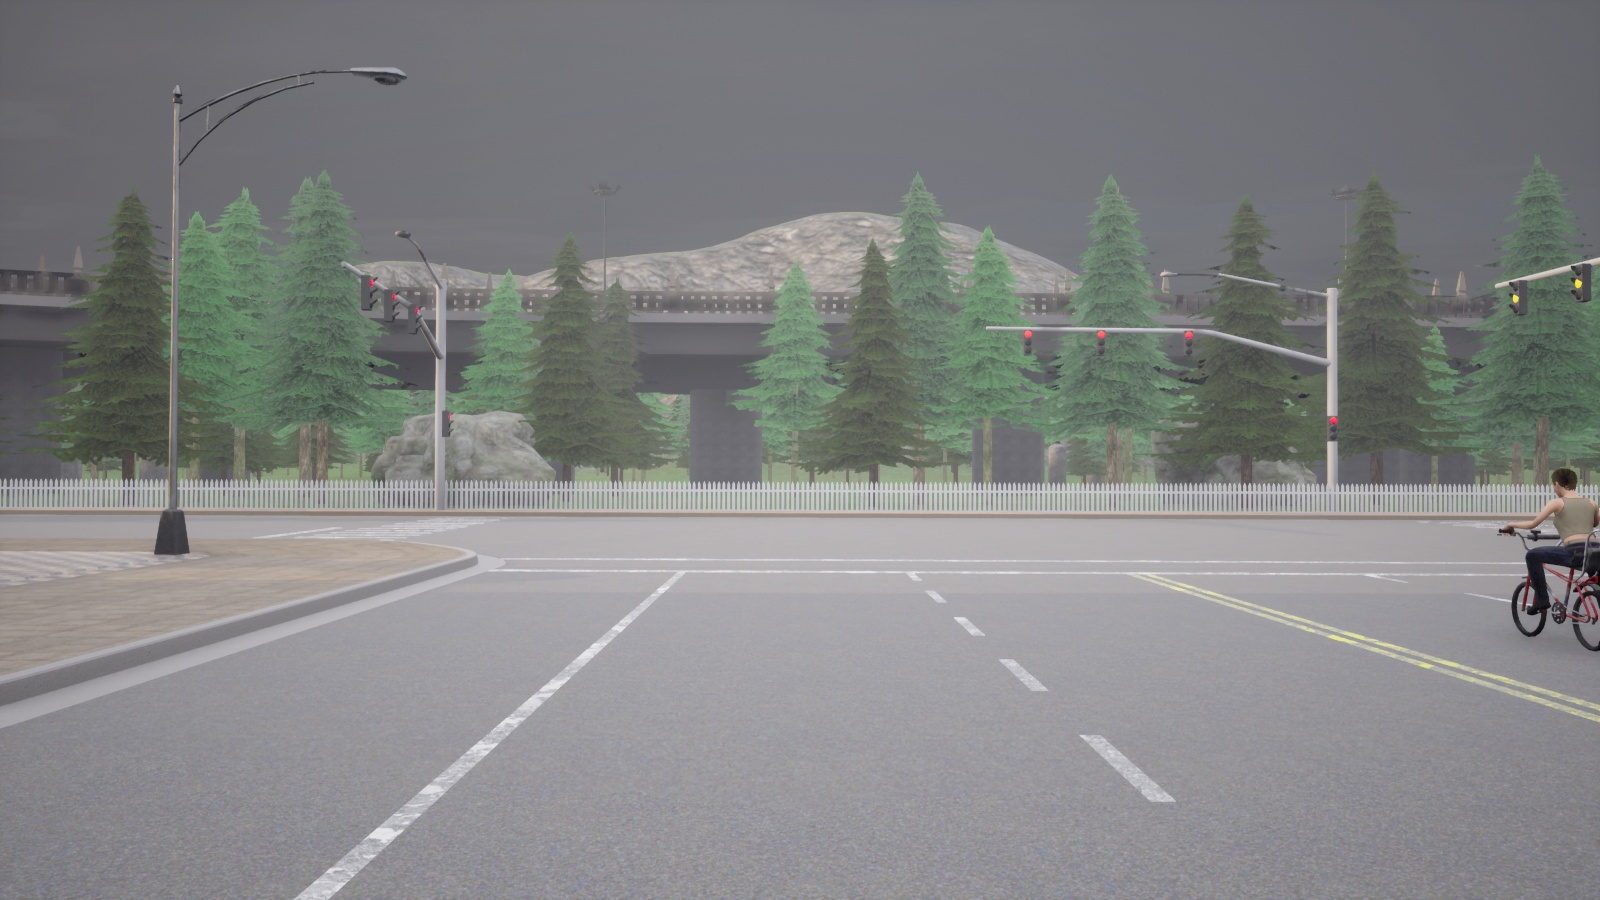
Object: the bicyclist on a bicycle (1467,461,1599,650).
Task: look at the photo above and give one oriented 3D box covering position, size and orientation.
[{"bbox_3d":[6.975,0.916,11.527,0.866,1.612,1.509,0,-1,0],"label":"bicyclist on a bicycle"}]
